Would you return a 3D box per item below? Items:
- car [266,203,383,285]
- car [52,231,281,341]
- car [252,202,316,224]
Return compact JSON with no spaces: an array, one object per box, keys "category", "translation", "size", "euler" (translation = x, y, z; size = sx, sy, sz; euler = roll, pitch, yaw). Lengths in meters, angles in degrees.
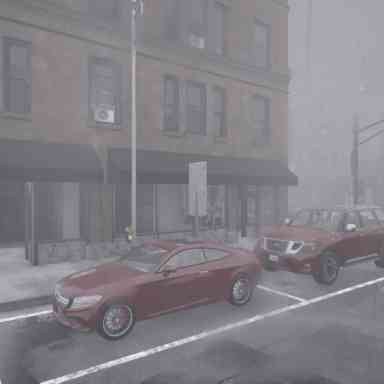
[{"category":"car","translation":[4.061,1.314,9.648],"size":[5.009,1.841,2.192],"euler":[0,0,-35]},{"category":"car","translation":[-0.441,1.582,6.447],"size":[4.206,1.307,1.802],"euler":[0,0,-35]},{"category":"car","translation":[6.965,1.534,25.784],"size":[1.812,1.442,4.674],"euler":[0,0,-36]}]
